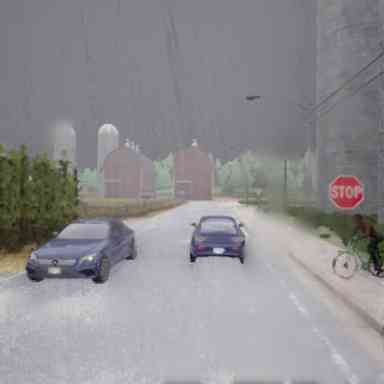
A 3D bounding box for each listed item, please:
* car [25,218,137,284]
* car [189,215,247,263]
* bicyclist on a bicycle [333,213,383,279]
[{"bbox_3d":[-2.919,1.528,9.830,1.812,1.442,4.674,0,0,5],"label":"car"},{"bbox_3d":[0.923,1.565,12.087,1.812,1.442,4.674,0,0,4],"label":"car"},{"bbox_3d":[4.280,1.357,8.320,1.656,1.620,0.582,1,0,-10],"label":"bicyclist on a bicycle"}]
